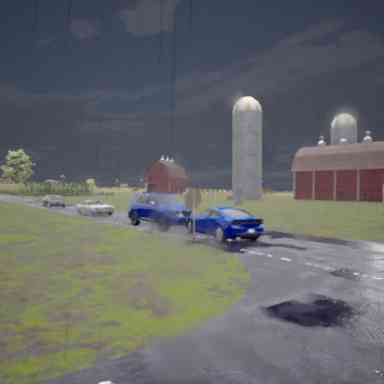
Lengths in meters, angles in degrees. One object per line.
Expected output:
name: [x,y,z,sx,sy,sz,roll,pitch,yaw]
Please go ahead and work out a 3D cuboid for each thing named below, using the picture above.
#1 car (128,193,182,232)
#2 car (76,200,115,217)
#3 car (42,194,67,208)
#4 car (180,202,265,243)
car: [-1.840,1.117,20.115,2.150,2.045,5.566,1,1,-38]
car: [-8.391,1.360,28.726,1.895,1.301,4.718,0,1,-37]
car: [-16.298,1.089,39.280,1.837,1.490,4.892,0,2,-37]
car: [1.428,1.440,16.074,1.882,1.535,5.008,0,1,-25]
